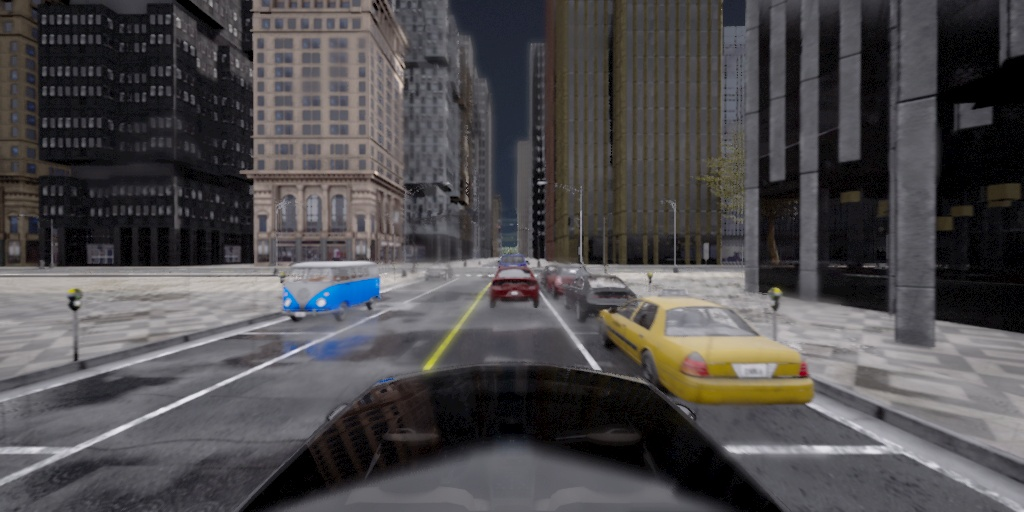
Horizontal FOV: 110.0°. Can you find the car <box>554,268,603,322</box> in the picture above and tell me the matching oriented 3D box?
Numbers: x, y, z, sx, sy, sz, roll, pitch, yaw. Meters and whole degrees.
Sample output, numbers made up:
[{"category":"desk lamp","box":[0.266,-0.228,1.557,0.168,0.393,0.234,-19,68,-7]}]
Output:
[{"category":"car","box":[2.759,1.270,11.871,2.007,1.370,4.403,0,0,0]}]

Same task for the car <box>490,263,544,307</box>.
[{"category":"car","box":[0.089,1.188,15.152,1.882,1.535,5.008,0,-1,0]}]

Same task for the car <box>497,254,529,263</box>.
[{"category":"car","box":[0.066,0.895,26.773,2.150,2.045,5.566,0,0,0]}]

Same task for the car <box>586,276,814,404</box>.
[{"category":"car","box":[2.761,1.262,6.400,1.751,1.417,4.829,0,0,0]}]

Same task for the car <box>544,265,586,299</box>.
[{"category":"car","box":[2.757,1.142,17.512,1.967,1.591,4.097,0,0,0]}]

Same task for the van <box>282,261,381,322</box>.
[{"category":"van","box":[-5.766,1.062,11.866,1.690,1.789,3.998,0,0,0]}]

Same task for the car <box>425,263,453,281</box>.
[{"category":"car","box":[-5.773,1.218,28.789,2.007,1.370,4.403,0,0,0]}]
